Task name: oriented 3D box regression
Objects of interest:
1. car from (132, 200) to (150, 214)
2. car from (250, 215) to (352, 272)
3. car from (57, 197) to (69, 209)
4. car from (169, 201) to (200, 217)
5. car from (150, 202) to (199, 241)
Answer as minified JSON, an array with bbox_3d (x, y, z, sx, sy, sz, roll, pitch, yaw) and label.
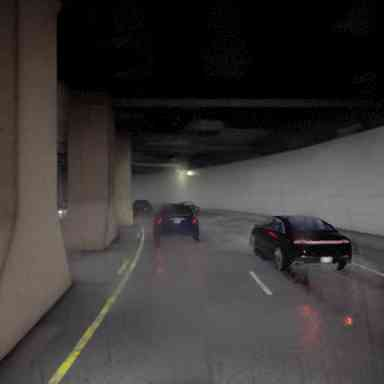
[{"bbox_3d":[-5.380,1.528,35.291,1.812,1.442,4.674,0,0,-19],"label":"car"},{"bbox_3d":[3.247,1.492,10.816,2.128,1.511,4.902,0,0,-4],"label":"car"},{"bbox_3d":[-17.922,1.496,45.639,2.128,1.511,4.902,0,0,-31],"label":"car"},{"bbox_3d":[-0.856,1.603,32.937,1.895,1.301,4.718,0,0,-17],"label":"car"},{"bbox_3d":[-0.931,1.353,17.063,2.097,1.767,4.553,0,0,-7],"label":"car"}]
